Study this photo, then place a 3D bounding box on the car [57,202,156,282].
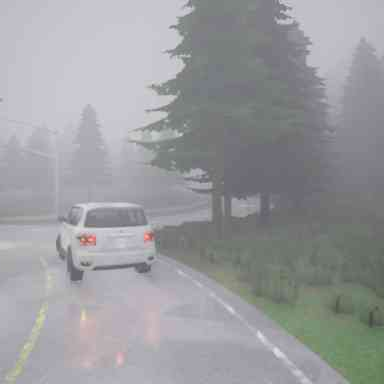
[{"bbox_3d":[-2.909,1.333,10.552,2.150,2.045,5.566,0,-1,-26],"label":"car"}]
